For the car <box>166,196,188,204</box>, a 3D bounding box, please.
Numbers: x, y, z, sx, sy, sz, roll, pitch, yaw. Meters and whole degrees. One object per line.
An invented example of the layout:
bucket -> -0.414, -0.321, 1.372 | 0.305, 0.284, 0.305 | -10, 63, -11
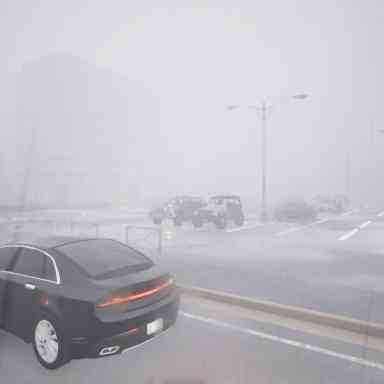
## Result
car -> -2.759, 1.527, 62.752 | 1.812, 1.442, 4.674 | 0, 0, 34

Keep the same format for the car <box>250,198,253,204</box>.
car -> 9.835, 1.505, 62.475 | 1.837, 1.490, 4.892 | 0, 0, 34

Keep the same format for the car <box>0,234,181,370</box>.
car -> -2.454, 1.505, 5.750 | 4.892, 1.490, 1.837 | 0, 0, 36

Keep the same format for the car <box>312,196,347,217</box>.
car -> 13.749, 1.395, 33.166 | 1.970, 1.475, 3.806 | 0, 0, 34

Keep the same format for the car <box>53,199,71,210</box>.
car -> -17.176, 1.547, 41.506 | 2.033, 1.411, 5.357 | 0, 0, 34

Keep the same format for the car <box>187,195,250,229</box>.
car -> 1.704, 1.156, 20.229 | 1.905, 1.878, 3.866 | 0, 0, 34

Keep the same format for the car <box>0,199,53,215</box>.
car -> -17.502, 1.601, 34.752 | 1.895, 1.301, 4.718 | 0, 0, 34

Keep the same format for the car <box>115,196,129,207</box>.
car -> -11.580, 1.352, 49.809 | 2.097, 1.767, 4.553 | 0, 0, 34

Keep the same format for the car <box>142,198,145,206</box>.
car -> -5.453, 1.219, 52.610 | 2.150, 2.045, 5.566 | 0, 0, 34

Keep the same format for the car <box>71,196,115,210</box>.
car -> -12.502, 1.526, 42.164 | 1.812, 1.442, 4.674 | 0, 0, 34

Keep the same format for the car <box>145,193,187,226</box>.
car -> -0.660, 1.153, 21.899 | 1.932, 1.855, 4.605 | 0, 0, 34
